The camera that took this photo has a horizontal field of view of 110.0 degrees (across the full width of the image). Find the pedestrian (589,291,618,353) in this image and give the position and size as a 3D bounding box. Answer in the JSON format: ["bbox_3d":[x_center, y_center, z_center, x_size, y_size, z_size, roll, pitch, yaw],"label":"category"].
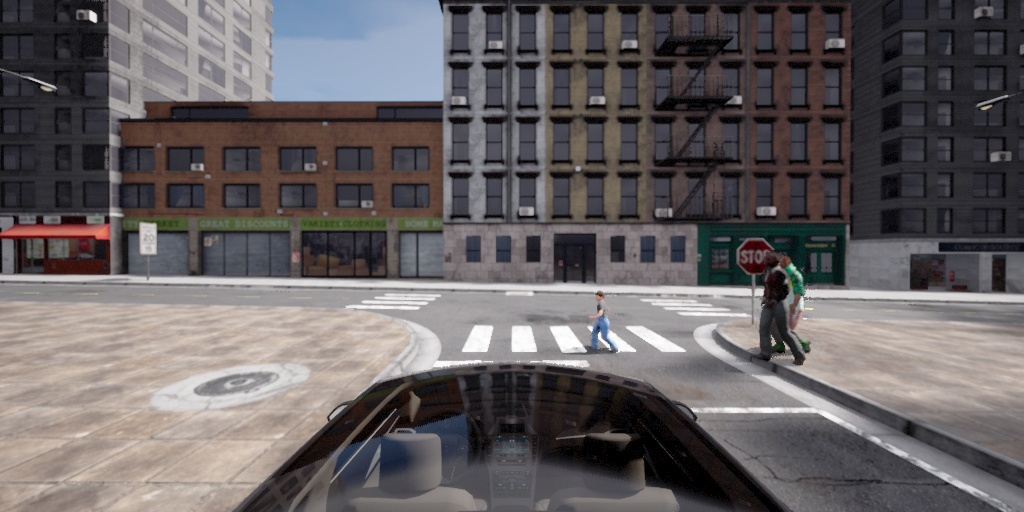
[{"bbox_3d":[1.814,1.244,7.119,0.375,1.300,0.375,0,0,0],"label":"pedestrian"}]

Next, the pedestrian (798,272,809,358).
[{"bbox_3d":[4.994,0.818,6.520,0.375,1.860,0.375,0,0,0],"label":"pedestrian"}]

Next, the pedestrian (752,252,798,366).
[{"bbox_3d":[4.335,0.822,5.919,0.375,1.860,0.375,0,0,0],"label":"pedestrian"}]
